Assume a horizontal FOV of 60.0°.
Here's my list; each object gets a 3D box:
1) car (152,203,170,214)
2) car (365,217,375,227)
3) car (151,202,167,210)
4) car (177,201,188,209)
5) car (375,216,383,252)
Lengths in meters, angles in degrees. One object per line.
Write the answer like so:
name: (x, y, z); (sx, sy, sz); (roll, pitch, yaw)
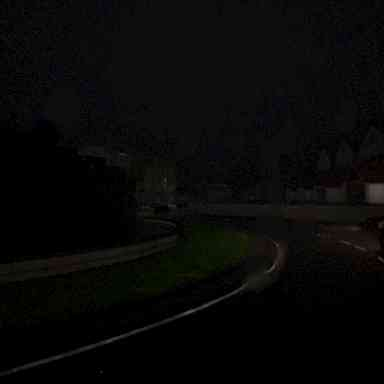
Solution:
car: (-4.124, 2.274, 46.790); (2.128, 1.511, 4.902); (0, -1, -1)
car: (14.976, 1.938, 22.989); (5.357, 1.411, 2.033); (0, -1, 24)
car: (-6.141, 2.641, 62.257); (1.895, 1.301, 4.718); (0, -1, 7)
car: (-1.969, 2.662, 67.928); (1.812, 1.442, 4.674); (0, -1, 7)
car: (8.349, 1.555, 11.851); (2.097, 1.767, 4.553); (0, -1, 17)
